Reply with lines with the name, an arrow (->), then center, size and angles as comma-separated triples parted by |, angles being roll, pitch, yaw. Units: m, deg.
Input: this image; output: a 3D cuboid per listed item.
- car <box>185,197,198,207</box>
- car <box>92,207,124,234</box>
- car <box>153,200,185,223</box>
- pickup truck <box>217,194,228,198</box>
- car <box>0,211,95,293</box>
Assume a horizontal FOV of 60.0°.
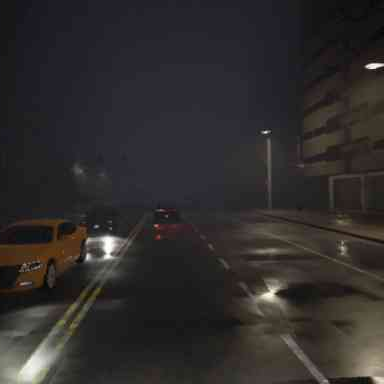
car -> -0.250, 1.429, 47.775 | 2.033, 1.411, 5.357 | -1, 0, -5
car -> -5.087, 1.594, 19.141 | 1.994, 1.385, 4.181 | -1, 0, -5
car -> -1.901, 1.457, 25.275 | 2.128, 1.511, 4.902 | -1, 0, -5
pickup truck -> 9.030, 0.678, 93.605 | 2.390, 2.098, 6.274 | -1, 0, 26
car -> -4.283, 1.521, 9.198 | 1.882, 1.535, 5.008 | -1, 0, -5
